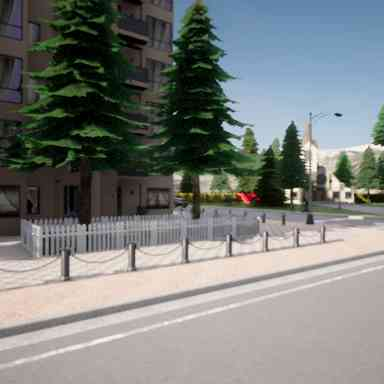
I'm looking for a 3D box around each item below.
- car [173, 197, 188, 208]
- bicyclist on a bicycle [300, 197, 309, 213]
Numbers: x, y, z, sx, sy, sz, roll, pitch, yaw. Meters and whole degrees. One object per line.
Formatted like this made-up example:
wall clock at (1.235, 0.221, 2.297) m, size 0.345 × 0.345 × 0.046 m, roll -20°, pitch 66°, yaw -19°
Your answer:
car at (-2.498, 1.560, 48.379) m, size 1.837 × 1.490 × 4.892 m, roll 0°, pitch 0°, yaw -35°
bicyclist on a bicycle at (11.772, 1.366, 34.661) m, size 1.656 × 1.620 × 0.582 m, roll 0°, pitch 0°, yaw -35°
